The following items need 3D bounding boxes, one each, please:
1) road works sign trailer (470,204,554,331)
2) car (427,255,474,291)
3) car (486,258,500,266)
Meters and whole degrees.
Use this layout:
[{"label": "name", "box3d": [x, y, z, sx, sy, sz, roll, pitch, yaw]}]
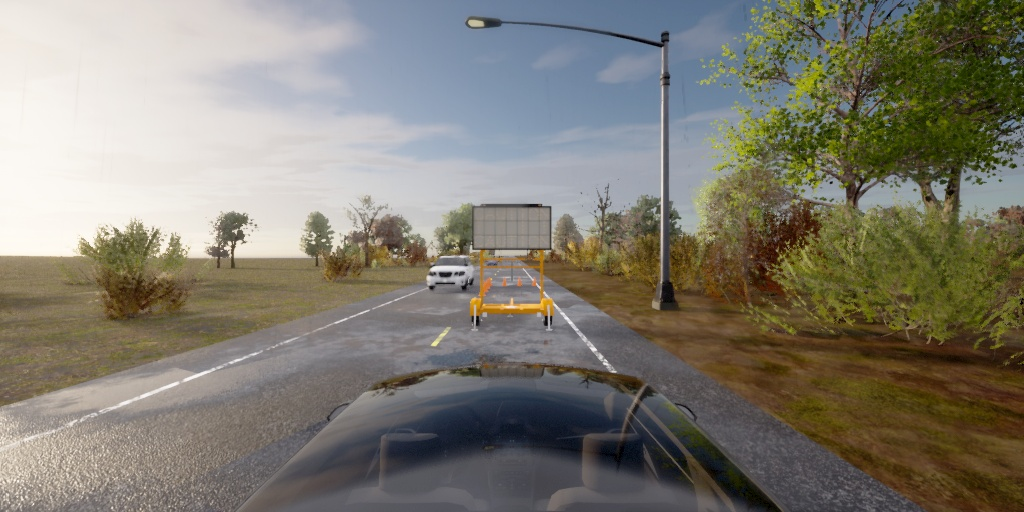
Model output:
[{"label": "road works sign trailer", "box3d": [-0.003, 0.214, 11.009, 2.380, 3.560, 2.880, 0, 0, 0]}, {"label": "car", "box3d": [-3.607, 0.966, 22.029, 2.150, 2.045, 5.566, 0, 0, 0]}, {"label": "car", "box3d": [-3.588, 1.221, 62.898, 1.812, 1.442, 4.674, 0, 0, 0]}]
